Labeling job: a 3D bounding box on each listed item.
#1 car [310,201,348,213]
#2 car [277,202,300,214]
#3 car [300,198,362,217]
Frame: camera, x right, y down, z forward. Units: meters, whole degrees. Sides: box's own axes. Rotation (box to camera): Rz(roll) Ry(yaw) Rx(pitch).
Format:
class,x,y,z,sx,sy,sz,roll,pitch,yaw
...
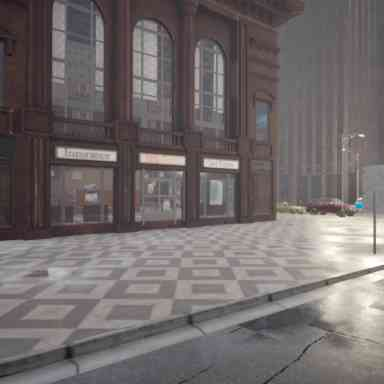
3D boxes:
class,x,y,z,sx,sy,sz,roll,pitch,yaw
car,17.670,1.898,43.116,1.802,1.307,4.206,-1,0,-35
car,10.809,1.799,38.052,1.752,1.417,4.829,0,0,-35
car,13.953,1.523,33.598,2.192,1.841,5.009,0,0,-35
